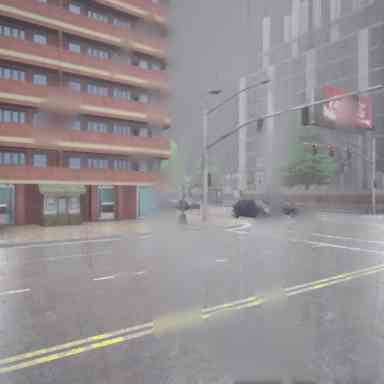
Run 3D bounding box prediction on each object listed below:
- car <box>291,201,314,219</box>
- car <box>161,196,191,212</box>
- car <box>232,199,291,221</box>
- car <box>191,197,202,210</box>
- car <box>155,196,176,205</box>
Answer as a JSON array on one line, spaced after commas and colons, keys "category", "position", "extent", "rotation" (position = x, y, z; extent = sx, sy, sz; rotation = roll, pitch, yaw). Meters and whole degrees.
[{"category": "car", "position": [8.349, 1.491, 29.156], "extent": [2.128, 1.511, 4.902], "rotation": [0, 0, -35]}, {"category": "car", "position": [-2.431, 1.526, 38.458], "extent": [1.812, 1.442, 4.674], "rotation": [0, 0, -35]}, {"category": "car", "position": [5.319, 1.352, 27.045], "extent": [2.097, 1.767, 4.553], "rotation": [0, 0, -32]}, {"category": "car", "position": [-0.722, 1.351, 42.114], "extent": [2.097, 1.767, 4.553], "rotation": [0, 0, -35]}, {"category": "car", "position": [-4.919, 1.526, 60.662], "extent": [1.812, 1.442, 4.674], "rotation": [0, 0, -35]}]
